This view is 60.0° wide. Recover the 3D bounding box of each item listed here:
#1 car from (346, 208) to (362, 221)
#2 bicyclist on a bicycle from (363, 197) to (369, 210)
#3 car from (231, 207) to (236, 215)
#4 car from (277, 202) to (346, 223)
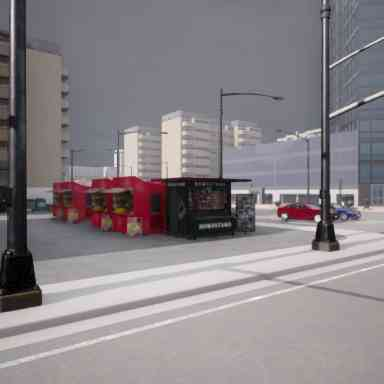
[{"bbox_3d":[11.988,1.635,28.466,1.812,1.442,4.674,0,-1,-35],"label":"car"},{"bbox_3d":[22.211,1.466,42.457,1.656,1.620,0.582,0,0,-36],"label":"bicyclist on a bicycle"},{"bbox_3d":[3.173,1.830,34.673,1.895,1.301,4.718,0,-1,-36],"label":"car"},{"bbox_3d":[9.125,1.585,26.482,1.882,1.535,5.008,0,-1,-36],"label":"car"}]
